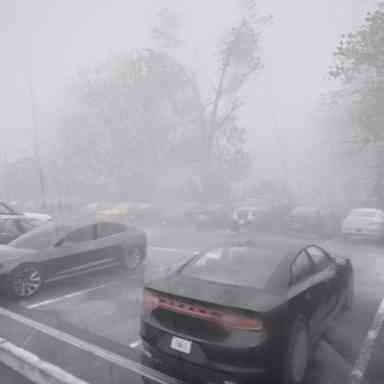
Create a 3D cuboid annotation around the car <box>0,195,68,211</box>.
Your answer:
[{"bbox_3d":[-7.805,1.232,12.065,2.435,2.045,5.566,0,0,35],"label":"car"}]

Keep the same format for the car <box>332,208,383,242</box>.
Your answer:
[{"bbox_3d":[8.627,1.509,16.389,2.002,1.452,4.674,0,0,35],"label":"car"}]

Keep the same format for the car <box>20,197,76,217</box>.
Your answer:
[{"bbox_3d":[-13.977,1.400,32.444,2.185,1.767,4.553,0,0,35],"label":"car"}]

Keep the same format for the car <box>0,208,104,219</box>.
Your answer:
[{"bbox_3d":[-5.536,1.478,10.410,2.231,1.521,4.892,0,0,36],"label":"car"}]

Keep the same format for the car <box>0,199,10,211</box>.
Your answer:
[{"bbox_3d":[-25.293,1.616,40.556,2.097,1.535,5.008,-1,0,36],"label":"car"}]

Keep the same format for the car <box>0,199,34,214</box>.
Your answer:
[{"bbox_3d":[-20.756,1.569,37.327,2.097,1.535,5.008,-1,0,36],"label":"car"}]

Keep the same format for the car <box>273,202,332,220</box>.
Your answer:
[{"bbox_3d":[6.457,1.471,17.930,2.097,1.535,5.008,0,0,35],"label":"car"}]

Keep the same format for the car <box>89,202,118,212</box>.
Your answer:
[{"bbox_3d":[-4.995,1.494,25.856,1.946,1.575,5.366,0,0,35],"label":"car"}]

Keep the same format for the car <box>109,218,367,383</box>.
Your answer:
[{"bbox_3d":[1.313,1.468,5.537,2.097,1.535,5.008,0,0,35],"label":"car"}]

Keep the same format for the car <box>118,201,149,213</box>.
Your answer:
[{"bbox_3d":[-2.620,1.490,24.387,2.097,1.535,5.008,0,0,35],"label":"car"}]

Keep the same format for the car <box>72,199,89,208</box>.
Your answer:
[{"bbox_3d":[-7.158,1.543,27.620,2.002,1.452,4.674,0,0,35],"label":"car"}]

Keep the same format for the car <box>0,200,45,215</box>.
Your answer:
[{"bbox_3d":[-18.490,1.592,35.705,2.002,1.452,4.674,0,0,36],"label":"car"}]

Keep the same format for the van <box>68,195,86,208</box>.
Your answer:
[{"bbox_3d":[-11.628,1.290,30.950,1.878,1.987,4.442,0,0,35],"label":"van"}]

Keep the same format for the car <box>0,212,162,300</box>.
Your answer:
[{"bbox_3d":[-3.270,1.502,8.768,2.163,1.488,4.792,0,0,35],"label":"car"}]

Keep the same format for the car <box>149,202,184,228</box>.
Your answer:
[{"bbox_3d":[-0.365,1.514,22.753,2.163,1.488,4.792,0,0,35],"label":"car"}]

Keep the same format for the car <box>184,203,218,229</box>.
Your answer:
[{"bbox_3d":[1.938,1.507,21.186,2.163,1.488,4.792,0,0,35],"label":"car"}]

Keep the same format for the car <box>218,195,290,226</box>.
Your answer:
[{"bbox_3d":[4.173,1.221,19.527,2.435,2.045,5.566,0,0,35],"label":"car"}]
